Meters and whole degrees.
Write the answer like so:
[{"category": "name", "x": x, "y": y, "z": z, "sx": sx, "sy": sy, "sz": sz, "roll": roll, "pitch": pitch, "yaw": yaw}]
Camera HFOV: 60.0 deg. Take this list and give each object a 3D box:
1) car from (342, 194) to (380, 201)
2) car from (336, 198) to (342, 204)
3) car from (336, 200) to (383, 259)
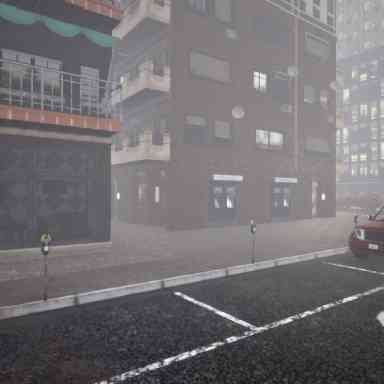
[{"category": "car", "x": 19.319, "y": 1.112, "z": 38.940, "sx": 2.192, "sy": 1.841, "sz": 5.009, "roll": 1, "pitch": 0, "yaw": -36}, {"category": "car", "x": 12.706, "y": 1.333, "z": 34.186, "sx": 1.802, "sy": 1.307, "sz": 4.206, "roll": 1, "pitch": 0, "yaw": -36}, {"category": "car", "x": 7.472, "y": 1.318, "z": 11.407, "sx": 5.009, "sy": 1.841, "sz": 2.192, "roll": 0, "pitch": 0, "yaw": -35}]
